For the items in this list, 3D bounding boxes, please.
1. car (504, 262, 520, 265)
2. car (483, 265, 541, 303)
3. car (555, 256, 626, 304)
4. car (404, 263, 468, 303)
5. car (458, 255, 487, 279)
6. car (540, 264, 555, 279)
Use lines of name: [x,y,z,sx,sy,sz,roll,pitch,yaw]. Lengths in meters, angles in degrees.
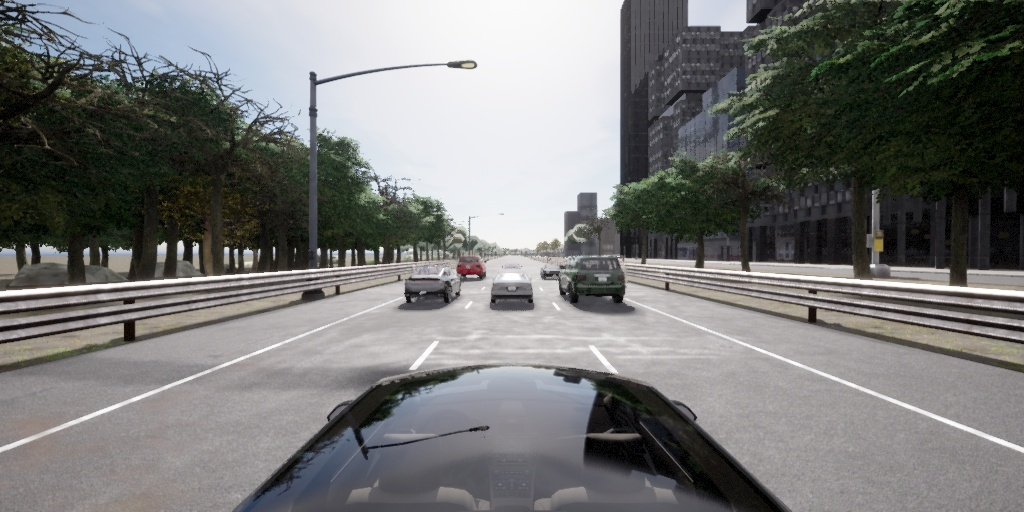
car: [-0.001,1.247,31.500,1.812,1.442,4.674,0,0,0]
car: [-0.001,1.303,16.500,2.033,1.411,5.357,0,0,0]
car: [3.500,0.998,16.529,2.150,2.045,5.566,0,0,0]
car: [-3.501,1.235,16.500,2.128,1.511,4.902,0,0,0]
car: [-3.501,0.972,31.529,2.150,2.045,5.566,0,0,0]
car: [3.499,1.331,31.530,1.895,1.301,4.718,0,0,0]
